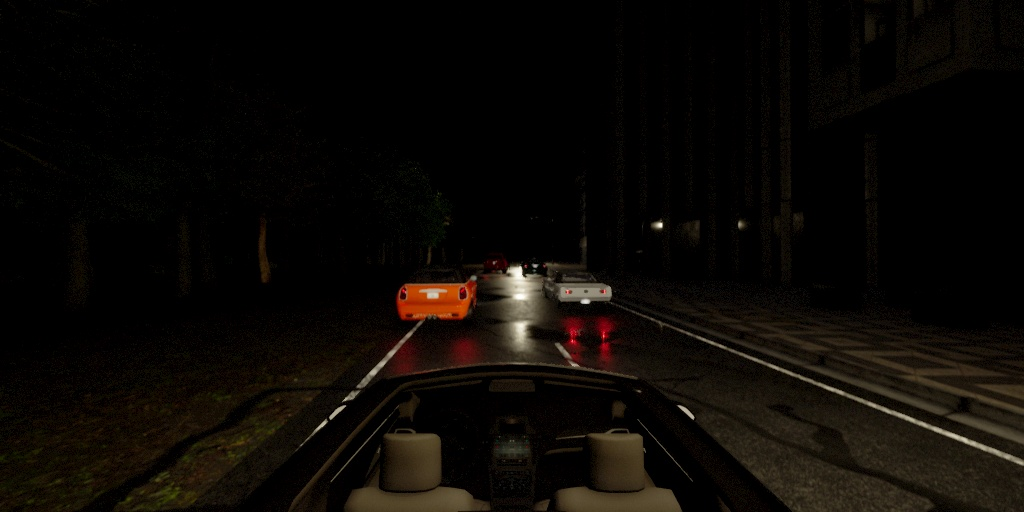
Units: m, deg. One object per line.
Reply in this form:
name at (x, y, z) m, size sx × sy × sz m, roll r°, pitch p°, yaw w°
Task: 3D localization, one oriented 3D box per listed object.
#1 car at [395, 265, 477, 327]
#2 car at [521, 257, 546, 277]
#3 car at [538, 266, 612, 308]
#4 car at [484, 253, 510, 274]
car at (-2.228, 1.054, 11.607) m, size 2.097 × 1.767 × 4.553 m, roll 0°, pitch 0°, yaw -4°
car at (1.935, 0.900, 32.304) m, size 2.097 × 1.767 × 4.553 m, roll 0°, pitch 0°, yaw 0°
car at (2.450, 1.279, 14.793) m, size 1.895 × 1.301 × 4.718 m, roll 0°, pitch 0°, yaw -3°
car at (-1.645, 0.732, 37.267) m, size 2.150 × 2.045 × 5.566 m, roll 0°, pitch 1°, yaw 2°
